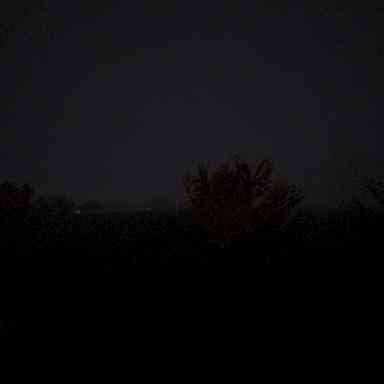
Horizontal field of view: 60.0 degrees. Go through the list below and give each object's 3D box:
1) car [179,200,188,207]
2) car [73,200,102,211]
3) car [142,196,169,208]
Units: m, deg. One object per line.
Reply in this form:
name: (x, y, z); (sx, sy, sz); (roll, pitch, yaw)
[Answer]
car: (-0.570, 2.064, 61.015); (1.812, 1.442, 4.674); (-1, -1, 36)
car: (-14.973, 1.911, 47.312); (1.812, 1.442, 4.674); (-1, -1, 36)
car: (-6.496, 1.756, 59.031); (2.150, 2.045, 5.566); (-1, 0, 35)
